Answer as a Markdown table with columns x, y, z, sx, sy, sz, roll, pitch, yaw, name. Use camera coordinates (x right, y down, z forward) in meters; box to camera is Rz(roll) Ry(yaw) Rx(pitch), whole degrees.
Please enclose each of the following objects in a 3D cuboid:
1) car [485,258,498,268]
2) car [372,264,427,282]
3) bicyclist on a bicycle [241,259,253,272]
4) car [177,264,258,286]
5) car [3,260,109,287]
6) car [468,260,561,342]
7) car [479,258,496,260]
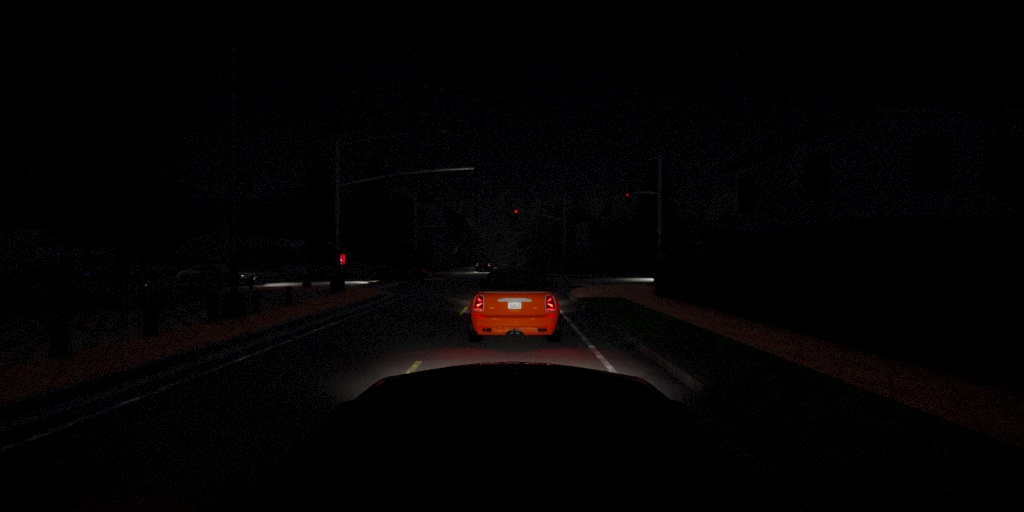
| x | y | z | sx | sy | sz | roll | pitch | yaw | name |
| --- | --- | --- | --- | --- | --- | --- | --- | --- | --- |
| -3.590 | 1.211 | 62.602 | 1.882 | 1.535 | 5.008 | 0 | 0 | 0 | car |
| -9.021 | 1.319 | 28.819 | 4.181 | 1.385 | 1.994 | 0 | 0 | -23 | car |
| -23.569 | 1.058 | 31.794 | 0.582 | 1.620 | 1.656 | 0 | 0 | -2 | bicyclist on a bicycle |
| -20.005 | 1.285 | 24.435 | 4.674 | 1.442 | 1.812 | 0 | 0 | -2 | car |
| -30.185 | 1.237 | 24.121 | 5.008 | 1.535 | 1.882 | 0 | 0 | -1 | car |
| 0.069 | 1.100 | 9.944 | 2.097 | 1.767 | 4.553 | 0 | 0 | 0 | car |
| -3.615 | 1.088 | 46.761 | 2.097 | 1.767 | 4.553 | 0 | 0 | 0 | car |
